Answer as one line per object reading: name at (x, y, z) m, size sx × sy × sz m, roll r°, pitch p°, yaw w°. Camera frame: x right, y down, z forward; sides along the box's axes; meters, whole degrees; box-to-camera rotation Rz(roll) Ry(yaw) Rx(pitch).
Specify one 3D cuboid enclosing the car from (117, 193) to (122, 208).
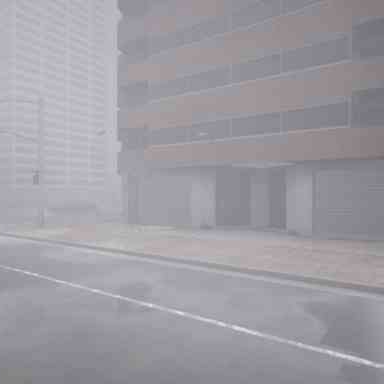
car at (-7.335, 1.352, 44.674) m, size 2.097 × 1.767 × 4.553 m, roll 0°, pitch 0°, yaw 35°

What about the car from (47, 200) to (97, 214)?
car at (-13.035, 1.547, 36.555) m, size 2.033 × 1.411 × 5.357 m, roll 0°, pitch 0°, yaw 35°
